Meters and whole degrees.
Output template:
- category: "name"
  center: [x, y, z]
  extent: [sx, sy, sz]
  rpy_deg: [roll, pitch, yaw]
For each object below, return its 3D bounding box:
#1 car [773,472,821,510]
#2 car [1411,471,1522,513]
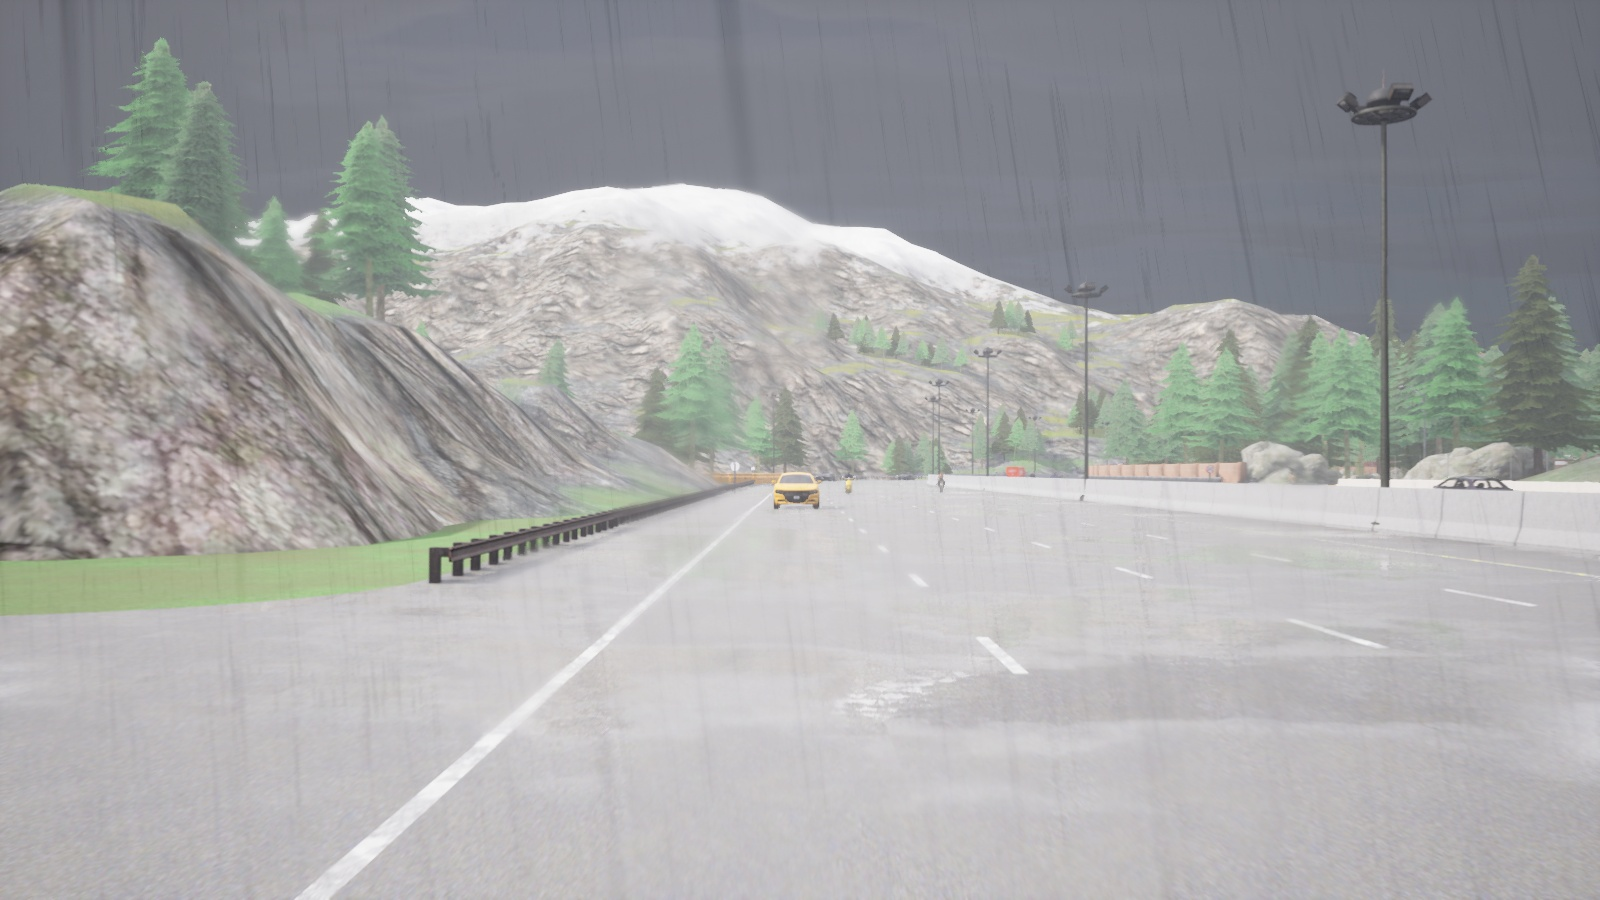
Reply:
- category: "car"
  center: [-0.127, 1.673, 52.579]
  extent: [1.882, 1.535, 5.008]
  rpy_deg: [0, -1, 0]
- category: "car"
  center: [24.388, 1.503, 46.137]
  extent: [1.816, 1.474, 4.193]
  rpy_deg: [0, -1, 0]
